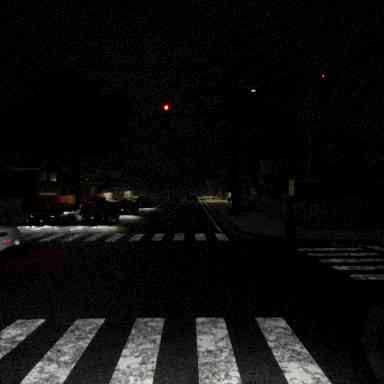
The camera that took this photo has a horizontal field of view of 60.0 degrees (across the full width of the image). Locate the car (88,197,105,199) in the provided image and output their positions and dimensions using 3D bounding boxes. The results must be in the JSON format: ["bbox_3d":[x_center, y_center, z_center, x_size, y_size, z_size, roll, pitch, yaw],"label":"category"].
[{"bbox_3d":[-9.865,1.285,33.816,2.097,1.767,4.553,0,0,0],"label":"car"}]

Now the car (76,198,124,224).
[{"bbox_3d":[-6.611,1.468,24.512,1.837,1.490,4.892,0,0,0],"label":"car"}]

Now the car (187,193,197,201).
[{"bbox_3d":[0.070,0.968,65.138,1.882,1.535,5.008,0,1,0],"label":"car"}]

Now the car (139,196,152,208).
[{"bbox_3d":[-6.609,1.317,45.065,1.837,1.490,4.892,0,1,0],"label":"car"}]

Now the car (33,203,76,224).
[{"bbox_3d":[-9.863,1.511,24.432,2.033,1.411,5.357,0,0,0],"label":"car"}]

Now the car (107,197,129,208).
[{"bbox_3d":[-9.861,1.417,44.858,1.895,1.301,4.718,0,1,0],"label":"car"}]

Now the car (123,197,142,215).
[{"bbox_3d":[-6.612,1.499,33.409,1.994,1.385,4.181,0,0,0],"label":"car"}]

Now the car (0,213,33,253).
[{"bbox_3d":[-8.559,1.596,11.892,4.674,1.442,1.812,0,0,0],"label":"car"}]

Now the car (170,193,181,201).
[{"bbox_3d":[-3.179,1.003,63.867,2.128,1.511,4.902,0,1,0],"label":"car"}]
